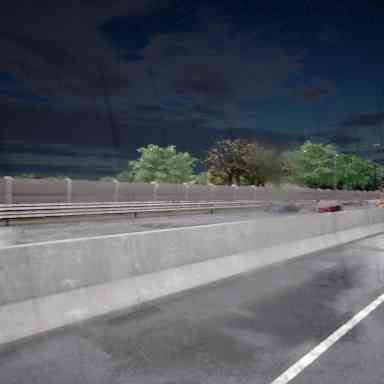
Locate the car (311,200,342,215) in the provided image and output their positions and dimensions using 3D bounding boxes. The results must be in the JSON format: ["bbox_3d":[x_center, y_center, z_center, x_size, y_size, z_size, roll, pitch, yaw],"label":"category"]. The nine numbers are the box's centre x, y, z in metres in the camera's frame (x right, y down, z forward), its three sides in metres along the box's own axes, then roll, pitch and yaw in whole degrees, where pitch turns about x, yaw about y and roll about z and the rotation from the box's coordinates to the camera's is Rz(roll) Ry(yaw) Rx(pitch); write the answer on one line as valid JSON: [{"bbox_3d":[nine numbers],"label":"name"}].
[{"bbox_3d":[14.621,1.655,36.054,1.882,1.535,5.008,0,0,44],"label":"car"}]

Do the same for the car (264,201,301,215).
[{"bbox_3d":[9.938,1.680,36.216,2.033,1.411,5.357,0,0,44],"label":"car"}]

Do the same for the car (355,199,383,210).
[{"bbox_3d":[18.994,1.783,35.565,1.994,1.385,4.181,0,0,44],"label":"car"}]
